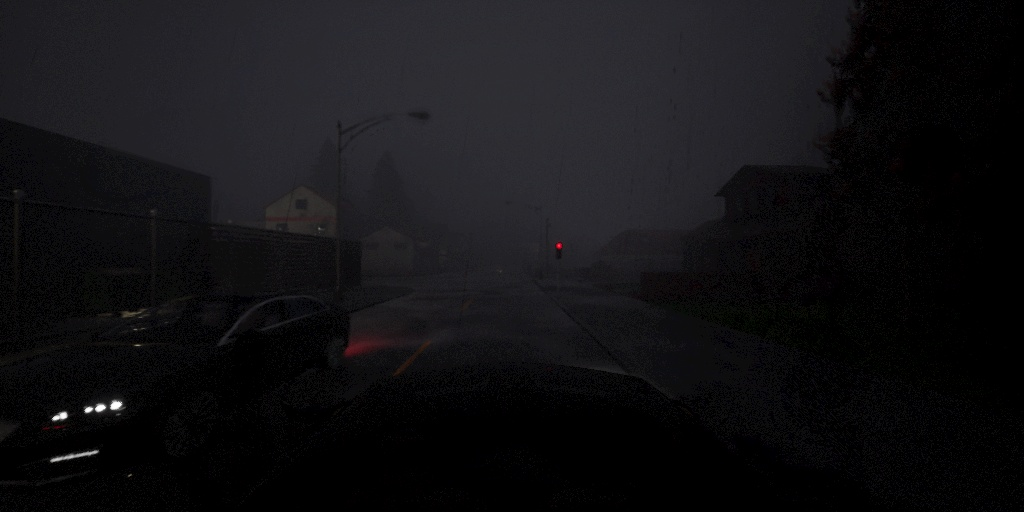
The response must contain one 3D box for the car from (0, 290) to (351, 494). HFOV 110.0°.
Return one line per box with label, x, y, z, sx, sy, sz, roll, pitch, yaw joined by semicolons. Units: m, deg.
car;-4.066;1.284;5.060;2.128;1.511;4.902;0;-1;0
